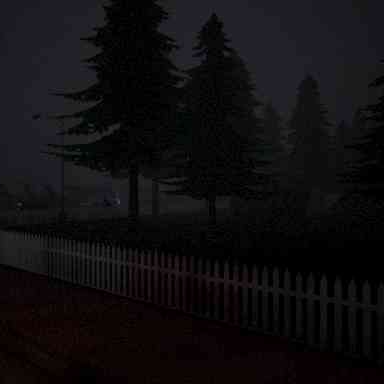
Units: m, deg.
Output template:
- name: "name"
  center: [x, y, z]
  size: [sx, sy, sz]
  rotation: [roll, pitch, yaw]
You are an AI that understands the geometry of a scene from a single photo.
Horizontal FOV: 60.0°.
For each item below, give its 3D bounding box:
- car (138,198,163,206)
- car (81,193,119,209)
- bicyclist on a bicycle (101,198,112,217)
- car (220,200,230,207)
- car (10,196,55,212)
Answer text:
- name: "car"
  center: [-6.785, 1.492, 54.088]
  size: [2.128, 1.511, 4.902]
  rotation: [0, 0, 35]
- name: "car"
  center: [-12.522, 1.222, 45.700]
  size: [2.150, 2.045, 5.566]
  rotation: [0, 0, 34]
- name: "bicyclist on a bicycle"
  center: [-7.164, 1.302, 27.830]
  size: [1.656, 1.620, 0.582]
  rotation: [0, 0, 34]
- name: "car"
  center: [4.308, 1.222, 51.448]
  size: [2.150, 2.045, 5.566]
  rotation: [0, 0, 34]
- name: "car"
  center: [-18.018, 1.352, 37.625]
  size: [2.097, 1.767, 4.553]
  rotation: [0, 0, 34]
